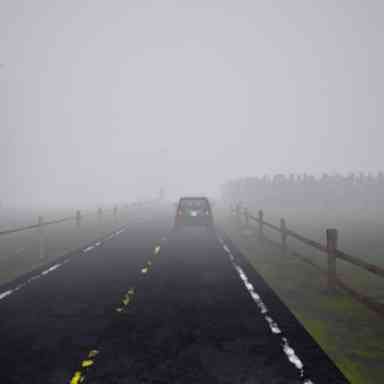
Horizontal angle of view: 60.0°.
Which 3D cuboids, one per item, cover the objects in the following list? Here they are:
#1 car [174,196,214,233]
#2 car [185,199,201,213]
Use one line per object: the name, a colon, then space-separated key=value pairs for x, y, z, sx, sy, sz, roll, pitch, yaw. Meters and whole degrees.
car: x=0.099 y=1.259 z=20.050 sx=2.150 sy=2.045 sz=5.566 roll=0 pitch=0 yaw=0
car: x=0.095 y=1.603 z=38.560 sx=1.812 sy=1.442 sz=4.674 roll=0 pitch=0 yaw=0
